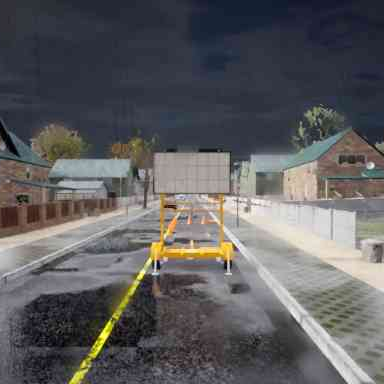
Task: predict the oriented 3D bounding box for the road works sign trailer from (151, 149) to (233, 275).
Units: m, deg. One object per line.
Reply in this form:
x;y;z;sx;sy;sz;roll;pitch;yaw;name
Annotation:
-0.001;0.467;10.427;2.380;3.560;2.880;0;0;0;road works sign trailer

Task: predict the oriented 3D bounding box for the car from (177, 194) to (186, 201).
-2.759;1.206;87.419;2.150;2.045;5.566;0;0;0;car

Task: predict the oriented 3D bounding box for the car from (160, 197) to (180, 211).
-2.854;1.604;40.999;1.895;1.301;4.718;0;0;0;car
